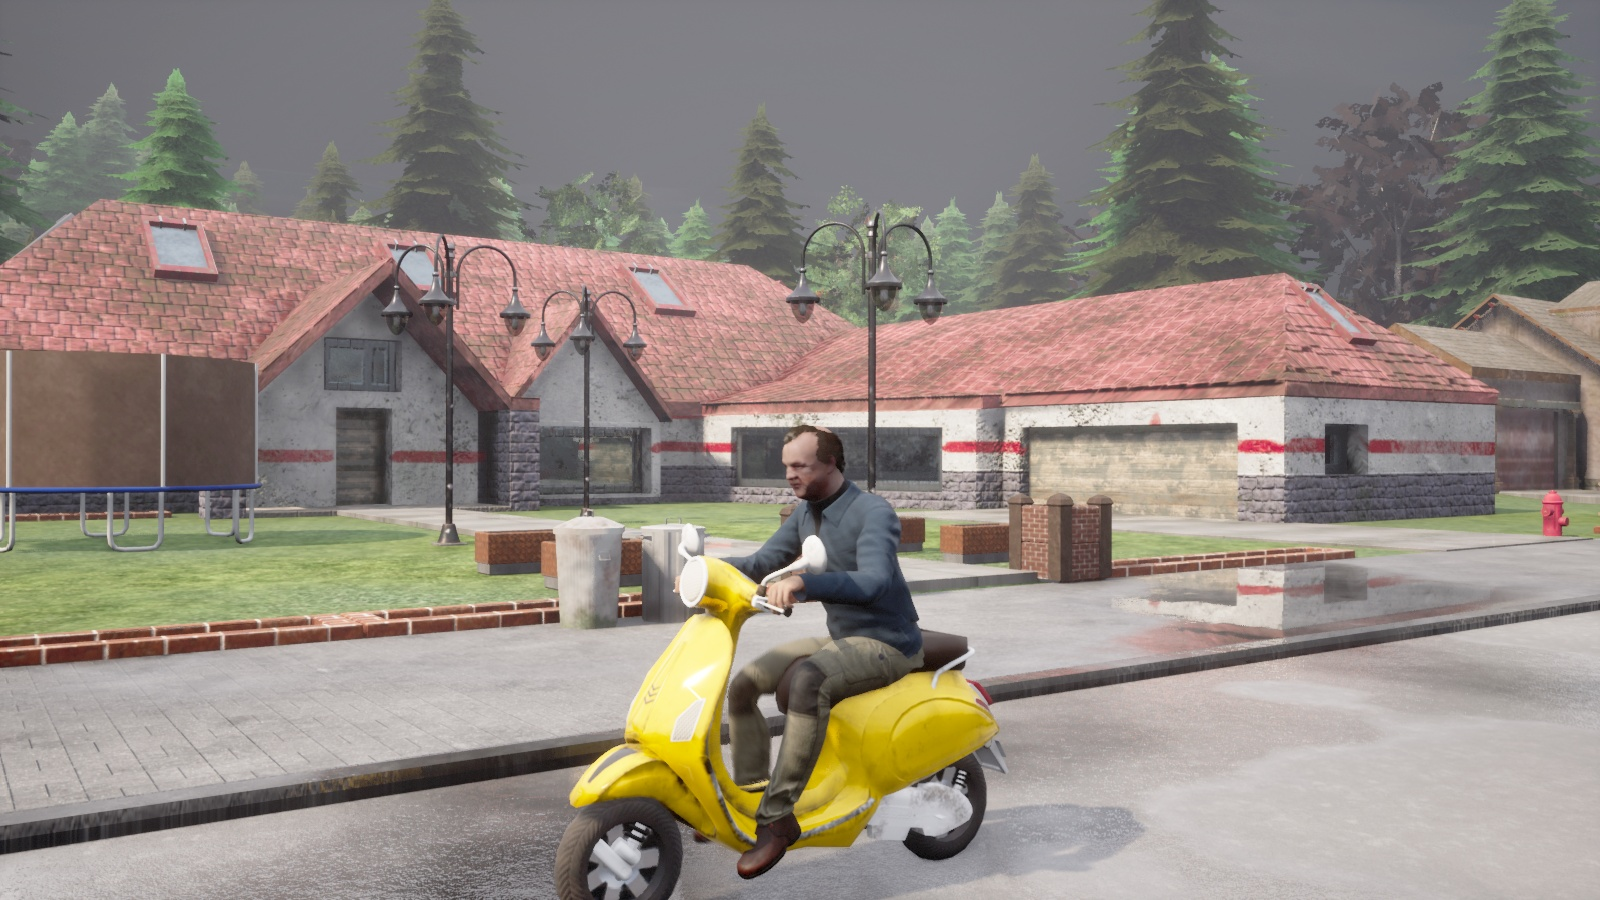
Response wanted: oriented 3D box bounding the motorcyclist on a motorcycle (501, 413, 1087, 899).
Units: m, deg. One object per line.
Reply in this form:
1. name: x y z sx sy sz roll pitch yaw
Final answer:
1. motorcyclist on a motorcycle: 0.019 0.708 4.281 1.817 1.590 0.866 1 -1 -35
